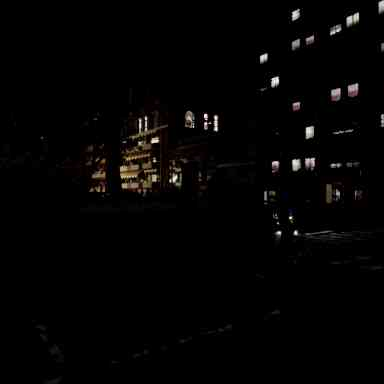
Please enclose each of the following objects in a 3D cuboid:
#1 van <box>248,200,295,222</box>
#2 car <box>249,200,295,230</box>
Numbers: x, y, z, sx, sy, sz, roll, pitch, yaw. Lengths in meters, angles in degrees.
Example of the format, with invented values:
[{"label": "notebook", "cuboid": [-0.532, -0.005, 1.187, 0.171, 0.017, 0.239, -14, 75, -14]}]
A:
[{"label": "van", "cuboid": [7.155, 1.642, 30.201, 1.690, 1.788, 3.998, -1, 0, -36]}, {"label": "car", "cuboid": [4.937, 1.605, 23.434, 2.097, 1.767, 4.553, 0, -1, -36]}]
